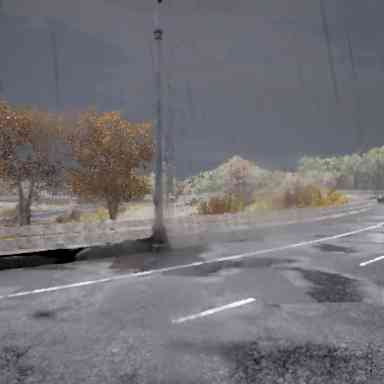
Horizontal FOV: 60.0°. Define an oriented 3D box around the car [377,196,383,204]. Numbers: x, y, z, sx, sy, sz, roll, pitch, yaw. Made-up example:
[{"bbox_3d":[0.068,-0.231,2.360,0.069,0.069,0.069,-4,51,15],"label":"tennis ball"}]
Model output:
[{"bbox_3d":[36.364,1.506,62.348,1.882,1.535,5.008,0,0,14],"label":"car"}]
